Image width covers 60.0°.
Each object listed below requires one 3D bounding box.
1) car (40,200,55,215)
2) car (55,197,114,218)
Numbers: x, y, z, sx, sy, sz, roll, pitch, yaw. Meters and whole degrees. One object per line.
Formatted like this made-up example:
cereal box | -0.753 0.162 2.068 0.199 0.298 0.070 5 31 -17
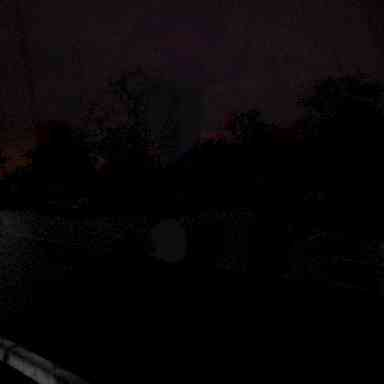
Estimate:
car | -11.722 1.375 30.896 2.002 1.452 4.674 0 0 35
car | -9.100 1.221 29.111 2.185 1.767 4.553 0 0 35
